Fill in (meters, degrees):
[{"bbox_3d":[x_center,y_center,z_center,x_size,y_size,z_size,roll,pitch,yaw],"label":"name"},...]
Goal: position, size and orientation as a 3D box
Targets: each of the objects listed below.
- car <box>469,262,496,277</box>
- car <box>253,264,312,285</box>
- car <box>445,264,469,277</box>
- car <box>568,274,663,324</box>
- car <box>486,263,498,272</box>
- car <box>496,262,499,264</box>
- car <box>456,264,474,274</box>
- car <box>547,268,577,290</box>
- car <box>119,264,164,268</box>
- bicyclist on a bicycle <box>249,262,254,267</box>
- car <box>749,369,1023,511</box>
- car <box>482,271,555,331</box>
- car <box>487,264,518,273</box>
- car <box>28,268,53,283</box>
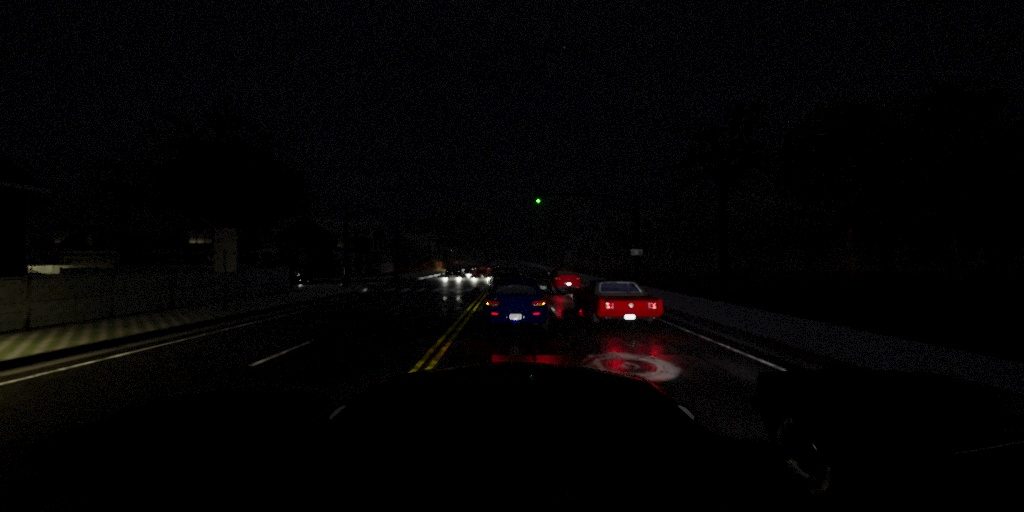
[{"bbox_3d":[-3.335,1.498,41.418,2.097,1.767,4.553,0,-1,0],"label":"car"},{"bbox_3d":[-18.205,1.399,28.058,4.553,1.767,2.097,0,-1,0],"label":"car"},{"bbox_3d":[-6.583,1.656,41.951,1.837,1.490,4.892,0,-1,0],"label":"car"},{"bbox_3d":[3.348,1.459,12.368,1.895,1.301,4.718,0,-1,0],"label":"car"},{"bbox_3d":[-3.297,1.845,60.061,1.812,1.442,4.674,0,0,1],"label":"car"},{"bbox_3d":[-3.327,1.790,50.059,1.994,1.385,4.181,0,-1,0],"label":"car"},{"bbox_3d":[-6.578,1.798,50.932,1.994,1.385,4.181,0,-1,0],"label":"car"},{"bbox_3d":[3.339,1.495,23.325,1.812,1.442,4.674,0,0,0],"label":"car"},{"bbox_3d":[-28.450,1.417,28.081,4.553,1.767,2.097,0,-1,0],"label":"car"},{"bbox_3d":[-24.627,1.417,33.923,0.582,1.620,1.656,0,0,0],"label":"bicyclist on a bicycle"},{"bbox_3d":[3.350,1.349,1.513,1.895,1.301,4.718,0,-1,0],"label":"car"},{"bbox_3d":[0.096,1.372,11.235,1.812,1.442,4.674,0,-1,0],"label":"car"},{"bbox_3d":[-0.415,1.467,22.610,1.837,1.490,4.892,0,-1,-6],"label":"car"},{"bbox_3d":[-39.014,1.632,28.116,5.357,1.411,2.033,0,-1,-1],"label":"car"}]
